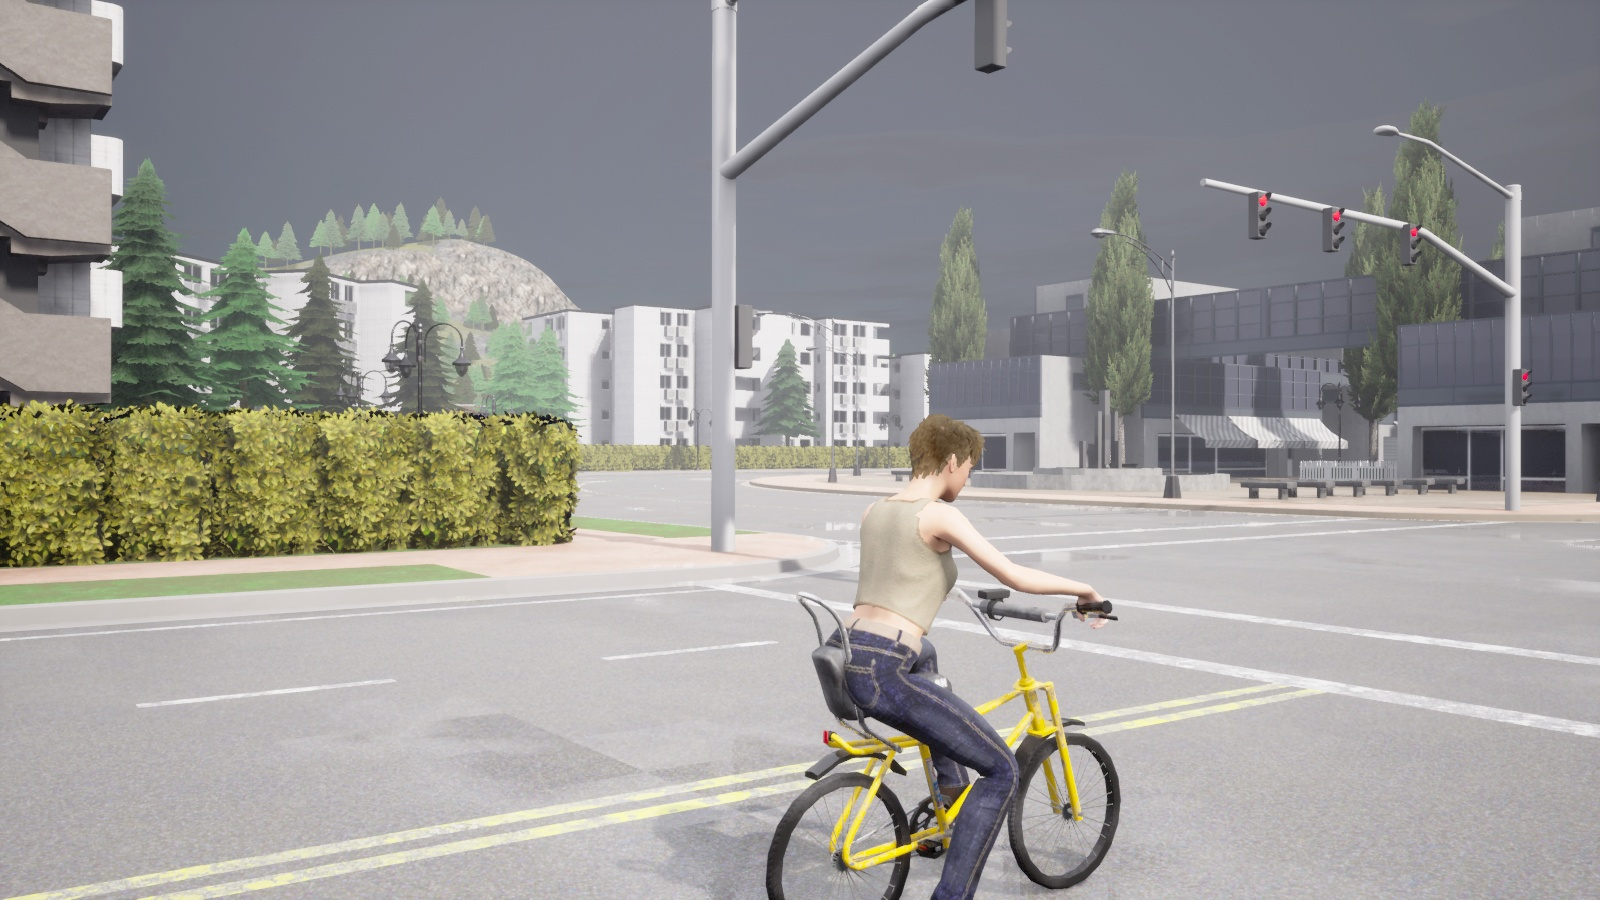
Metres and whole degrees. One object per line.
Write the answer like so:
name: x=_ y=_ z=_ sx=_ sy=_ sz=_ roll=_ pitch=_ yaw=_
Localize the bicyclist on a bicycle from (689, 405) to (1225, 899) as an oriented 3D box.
bicyclist on a bicycle: x=0.520 y=0.690 z=4.026 sx=1.509 sy=1.612 sz=0.866 roll=0 pitch=0 yaw=-35
